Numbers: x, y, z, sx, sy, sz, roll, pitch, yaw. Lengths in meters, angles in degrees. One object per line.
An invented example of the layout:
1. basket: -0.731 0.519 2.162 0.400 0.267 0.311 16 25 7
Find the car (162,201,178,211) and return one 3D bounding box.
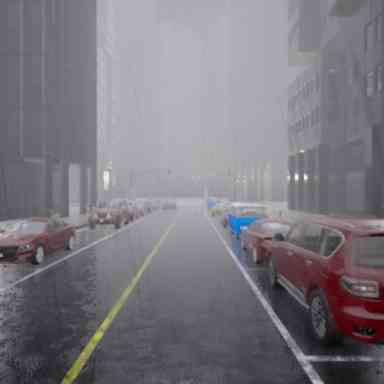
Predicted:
1. car: -2.965 1.929 45.556 1.895 1.301 4.718 0 0 1

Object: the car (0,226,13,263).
1. car: -5.667 1.614 6.414 1.947 1.339 4.313 -1 0 0

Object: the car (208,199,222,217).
1. car: 2.894 1.778 34.697 1.752 1.417 4.829 -1 0 0

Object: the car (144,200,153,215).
1. car: -5.631 1.802 34.536 2.008 1.369 4.403 -1 0 0

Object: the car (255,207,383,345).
1. car: 2.856 1.364 6.407 2.192 1.841 5.009 -1 0 0

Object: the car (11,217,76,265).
1. car: -5.660 1.635 12.038 1.887 1.381 4.507 -1 0 0

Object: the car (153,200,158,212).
1. car: -5.624 1.856 40.162 1.947 1.339 4.313 -1 0 0

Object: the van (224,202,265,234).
1. van: 2.871 1.472 17.656 1.690 1.788 3.998 -1 0 0

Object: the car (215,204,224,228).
1. car: 2.880 1.754 23.278 1.802 1.307 4.206 -1 0 0

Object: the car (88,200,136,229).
1. car: -5.648 1.486 23.289 2.192 1.841 5.009 -1 0 0

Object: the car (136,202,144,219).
1. car: -5.639 1.756 28.912 1.887 1.381 4.507 -1 0 0

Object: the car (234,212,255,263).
1. car: 2.865 1.635 12.030 1.887 1.381 4.507 -1 0 0

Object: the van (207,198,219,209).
1. van: 2.907 1.670 45.777 1.690 1.788 3.998 -1 0 0
